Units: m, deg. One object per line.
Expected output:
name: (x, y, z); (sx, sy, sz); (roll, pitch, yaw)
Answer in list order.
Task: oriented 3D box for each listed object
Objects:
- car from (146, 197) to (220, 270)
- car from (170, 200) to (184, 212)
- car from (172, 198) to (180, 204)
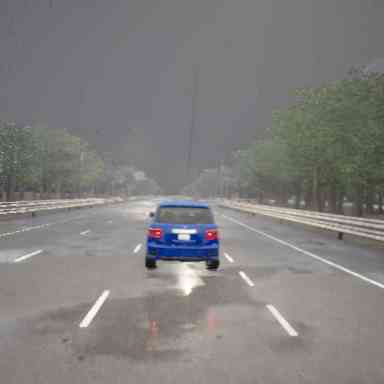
car: (-0.348, 1.329, 11.646); (2.150, 2.045, 5.566); (2, -1, -3)
car: (-2.151, 1.915, 47.508); (1.837, 1.490, 4.892); (2, -1, -3)
car: (-3.914, 2.257, 82.724); (1.994, 1.385, 4.181); (2, -1, -3)
